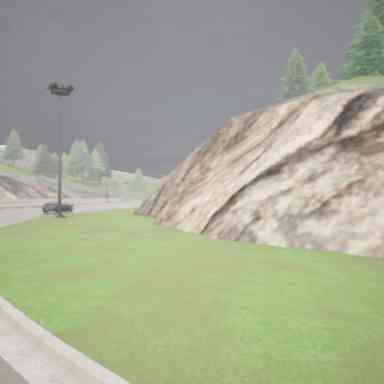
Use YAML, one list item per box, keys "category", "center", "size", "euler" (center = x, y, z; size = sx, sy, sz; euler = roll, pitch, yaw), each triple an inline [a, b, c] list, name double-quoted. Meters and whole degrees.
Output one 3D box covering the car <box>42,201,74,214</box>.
- category: "car"
  center: [-15.899, 1.790, 39.691]
  size: [2.128, 1.511, 4.902]
  euler: [0, -1, 7]
